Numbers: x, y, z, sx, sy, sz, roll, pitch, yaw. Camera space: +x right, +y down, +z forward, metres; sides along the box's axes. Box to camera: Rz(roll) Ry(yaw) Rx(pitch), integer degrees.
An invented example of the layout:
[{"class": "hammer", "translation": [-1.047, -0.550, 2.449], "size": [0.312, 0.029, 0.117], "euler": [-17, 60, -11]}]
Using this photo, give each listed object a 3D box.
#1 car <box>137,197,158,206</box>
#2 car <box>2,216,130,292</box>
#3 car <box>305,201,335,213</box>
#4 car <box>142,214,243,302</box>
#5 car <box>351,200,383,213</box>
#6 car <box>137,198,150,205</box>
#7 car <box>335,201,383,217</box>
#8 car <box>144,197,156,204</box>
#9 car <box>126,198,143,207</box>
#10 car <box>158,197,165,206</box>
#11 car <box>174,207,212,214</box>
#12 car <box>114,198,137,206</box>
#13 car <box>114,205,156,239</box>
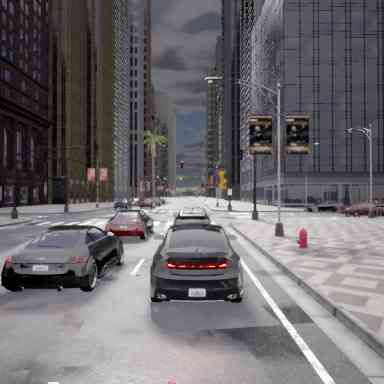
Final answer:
[{"class": "car", "translation": [-6.657, 1.710, 50.068], "size": [1.882, 1.535, 5.008], "euler": [0, 0, 0]}, {"class": "car", "translation": [-3.166, 1.576, 9.010], "size": [1.994, 1.385, 4.181], "euler": [0, 0, 1]}, {"class": "car", "translation": [15.139, 1.663, 37.798], "size": [4.313, 1.339, 1.947], "euler": [0, 0, -1]}, {"class": "car", "translation": [0.091, 1.515, 8.234], "size": [1.837, 1.490, 4.892], "euler": [0, 0, 0]}, {"class": "car", "translation": [20.779, 1.644, 37.892], "size": [4.313, 1.339, 1.947], "euler": [0, 0, -1]}, {"class": "car", "translation": [-9.837, 1.927, 67.780], "size": [1.994, 1.385, 4.181], "euler": [0, 0, 1]}, {"class": "car", "translation": [15.280, 1.578, 29.274], "size": [4.206, 1.307, 1.802], "euler": [0, 0, -1]}, {"class": "car", "translation": [-9.847, 1.991, 78.374], "size": [2.033, 1.411, 5.357], "euler": [0, 0, 0]}, {"class": "car", "translation": [-9.903, 1.779, 57.894], "size": [2.128, 1.511, 4.902], "euler": [0, 0, 0]}, {"class": "car", "translation": [-6.643, 1.656, 60.106], "size": [2.097, 1.767, 4.553], "euler": [0, 0, 0]}, {"class": "car", "translation": [0.028, 1.530, 17.556], "size": [2.128, 1.511, 4.902], "euler": [0, 0, 0]}, {"class": "car", "translation": [-9.908, 1.768, 48.339], "size": [2.033, 1.411, 5.357], "euler": [0, 0, 0]}, {"class": "car", "translation": [-3.170, 1.602, 17.409], "size": [1.994, 1.385, 4.181], "euler": [0, 0, 0]}]
